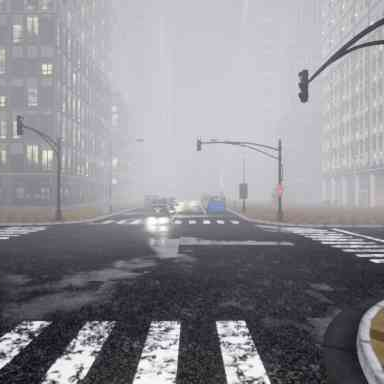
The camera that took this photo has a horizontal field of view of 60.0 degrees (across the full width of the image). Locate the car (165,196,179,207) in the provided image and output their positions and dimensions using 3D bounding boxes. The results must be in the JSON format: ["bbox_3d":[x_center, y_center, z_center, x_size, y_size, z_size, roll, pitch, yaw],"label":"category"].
[{"bbox_3d":[-3.097,1.477,53.168,1.882,1.535,5.008,0,0,1],"label":"car"}]

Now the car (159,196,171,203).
[{"bbox_3d":[-5.623,1.548,69.131,2.008,1.369,4.403,0,0,0],"label":"car"}]

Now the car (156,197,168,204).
[{"bbox_3d":[-5.649,1.564,63.592,1.947,1.339,4.313,0,0,0],"label":"car"}]

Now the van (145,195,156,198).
[{"bbox_3d":[-5.726,1.340,46.975,1.690,1.788,3.998,0,0,0],"label":"van"}]

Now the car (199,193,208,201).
[{"bbox_3d":[2.837,1.309,85.711,2.192,1.841,5.009,0,0,0],"label":"car"}]

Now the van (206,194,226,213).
[{"bbox_3d":[2.717,1.341,35.861,1.690,1.788,3.998,0,0,0],"label":"van"}]

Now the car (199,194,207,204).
[{"bbox_3d":[2.733,1.313,63.553,2.192,1.841,5.009,0,0,0],"label":"car"}]

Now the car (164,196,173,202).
[{"bbox_3d":[-5.571,1.577,80.210,1.802,1.307,4.206,0,0,0],"label":"car"}]

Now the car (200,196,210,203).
[{"bbox_3d":[2.757,1.542,69.093,1.887,1.381,4.507,0,0,0],"label":"car"}]

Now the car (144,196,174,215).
[{"bbox_3d":[-3.210,1.491,33.243,2.128,1.511,4.902,0,0,-1],"label":"car"}]

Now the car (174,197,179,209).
[{"bbox_3d":[-3.155,1.547,43.028,2.033,1.411,5.357,0,0,0],"label":"car"}]

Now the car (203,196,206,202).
[{"bbox_3d":[2.651,1.544,41.399,1.887,1.381,4.507,0,0,0],"label":"car"}]

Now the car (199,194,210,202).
[{"bbox_3d":[2.784,1.311,74.633,2.192,1.841,5.009,0,0,0],"label":"car"}]
